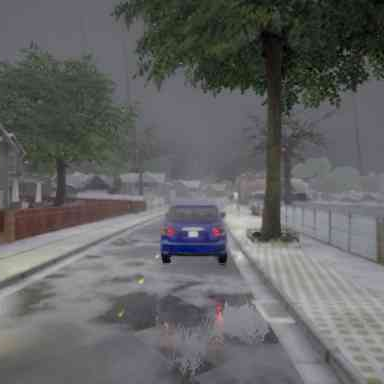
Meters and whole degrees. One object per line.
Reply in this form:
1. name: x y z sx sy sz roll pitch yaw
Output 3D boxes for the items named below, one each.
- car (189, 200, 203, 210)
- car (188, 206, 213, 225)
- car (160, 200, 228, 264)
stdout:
1. car: 0.694 2.156 55.557 1.837 1.490 4.892 0 -1 8
2. car: 0.839 1.905 28.121 1.895 1.301 4.718 0 -1 4
3. car: 0.125 1.356 12.529 2.150 2.045 5.566 0 0 2
